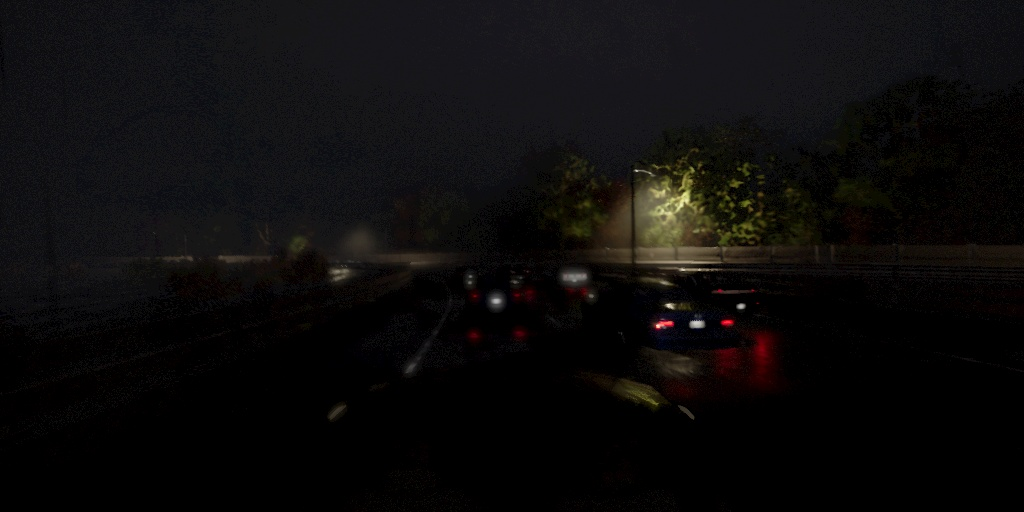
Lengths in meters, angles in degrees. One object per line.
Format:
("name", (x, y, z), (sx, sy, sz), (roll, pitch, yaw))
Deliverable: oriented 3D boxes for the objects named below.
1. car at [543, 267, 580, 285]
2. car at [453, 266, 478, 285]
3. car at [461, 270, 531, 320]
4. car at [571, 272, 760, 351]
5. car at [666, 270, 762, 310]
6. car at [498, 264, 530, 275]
("car", (3.881, 1.463, 27.449), (1.895, 1.301, 4.718), (0, 0, -14))
("car", (-3.521, 1.481, 28.106), (1.994, 1.385, 4.181), (0, 0, -14))
("car", (-0.678, 1.380, 13.113), (1.994, 1.385, 4.181), (0, 0, -6))
("car", (3.222, 1.315, 9.080), (2.033, 1.411, 5.357), (0, 0, -4))
("car", (6.389, 1.257, 12.752), (2.128, 1.511, 4.902), (0, 0, -5))
("car", (0.055, 1.385, 28.256), (2.128, 1.511, 4.902), (0, 0, -14))
